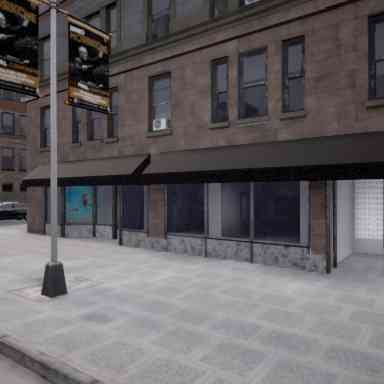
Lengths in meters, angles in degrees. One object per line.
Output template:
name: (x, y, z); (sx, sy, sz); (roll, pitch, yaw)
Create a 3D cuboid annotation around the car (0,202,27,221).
car: (-14.158, 1.545, 25.258); (1.837, 1.490, 4.892); (0, 0, 37)
